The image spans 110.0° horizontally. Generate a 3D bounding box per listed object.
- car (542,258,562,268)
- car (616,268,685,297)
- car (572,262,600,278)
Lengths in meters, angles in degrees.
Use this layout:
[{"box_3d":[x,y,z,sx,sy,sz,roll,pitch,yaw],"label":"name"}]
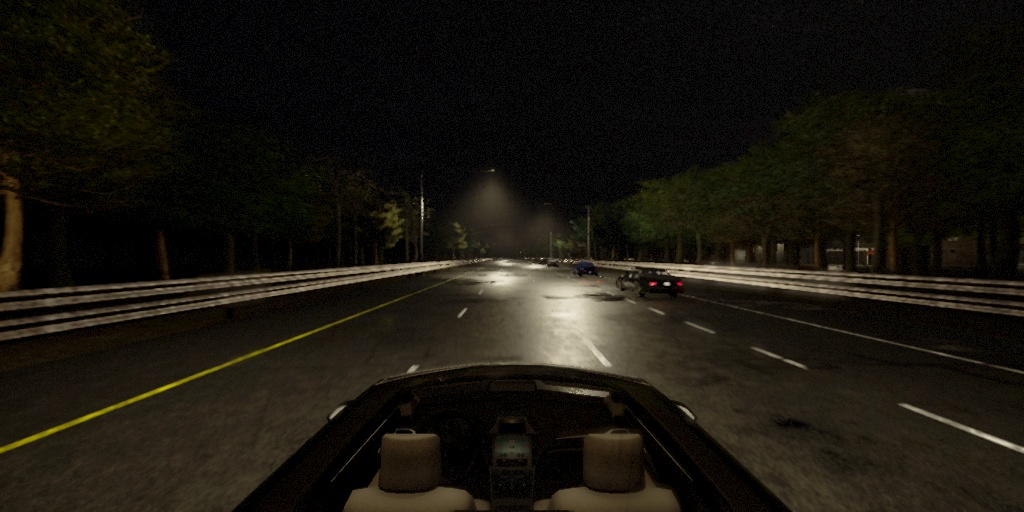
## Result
[{"box_3d":[7.171,1.358,64.678,2.033,1.411,5.357,0,0,0],"label":"car"},{"box_3d":[7.009,1.308,18.738,2.033,1.411,5.357,0,0,0],"label":"car"},{"box_3d":[7.043,1.306,34.662,1.812,1.442,4.674,0,0,0],"label":"car"}]
